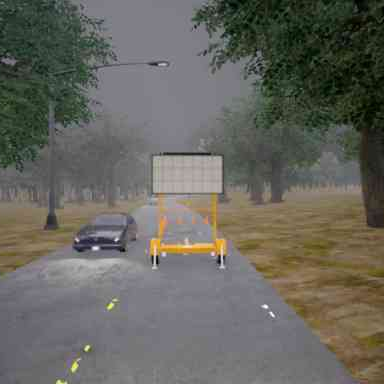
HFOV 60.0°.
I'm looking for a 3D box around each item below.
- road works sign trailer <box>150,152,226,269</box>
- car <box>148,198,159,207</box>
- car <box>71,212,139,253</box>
[{"bbox_3d":[-0.152,0.477,11.214,2.380,3.560,2.880,0,0,-2],"label":"road works sign trailer"},{"bbox_3d":[-6.323,1.700,55.743,1.812,1.442,4.674,0,0,-5],"label":"car"},{"bbox_3d":[-3.389,1.564,14.103,2.033,1.411,5.357,0,0,-2],"label":"car"}]
